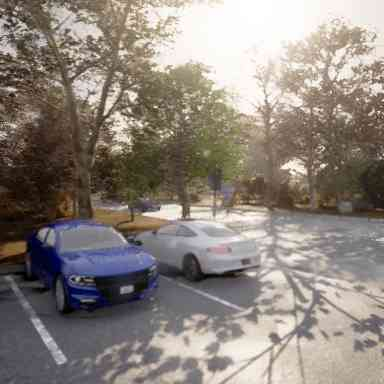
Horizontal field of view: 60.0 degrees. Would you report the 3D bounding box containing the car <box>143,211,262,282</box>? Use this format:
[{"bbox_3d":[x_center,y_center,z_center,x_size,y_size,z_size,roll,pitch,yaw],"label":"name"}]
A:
[{"bbox_3d":[-0.043,1.488,9.775,2.002,1.452,4.674,0,0,-36],"label":"car"}]

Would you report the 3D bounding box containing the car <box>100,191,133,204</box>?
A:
[{"bbox_3d":[-10.111,0.453,44.862,5.566,2.045,2.150,0,2,40],"label":"car"}]

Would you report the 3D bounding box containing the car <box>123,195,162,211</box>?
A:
[{"bbox_3d":[-4.848,1.140,33.618,1.812,1.442,4.674,-4,4,-36],"label":"car"}]

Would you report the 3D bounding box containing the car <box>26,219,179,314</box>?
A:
[{"bbox_3d":[-2.611,1.466,7.952,2.097,1.535,5.008,0,0,-36],"label":"car"}]

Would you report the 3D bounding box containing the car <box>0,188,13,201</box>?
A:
[{"bbox_3d":[-23.227,0.492,42.975,5.566,2.045,2.150,0,1,-26],"label":"car"}]
